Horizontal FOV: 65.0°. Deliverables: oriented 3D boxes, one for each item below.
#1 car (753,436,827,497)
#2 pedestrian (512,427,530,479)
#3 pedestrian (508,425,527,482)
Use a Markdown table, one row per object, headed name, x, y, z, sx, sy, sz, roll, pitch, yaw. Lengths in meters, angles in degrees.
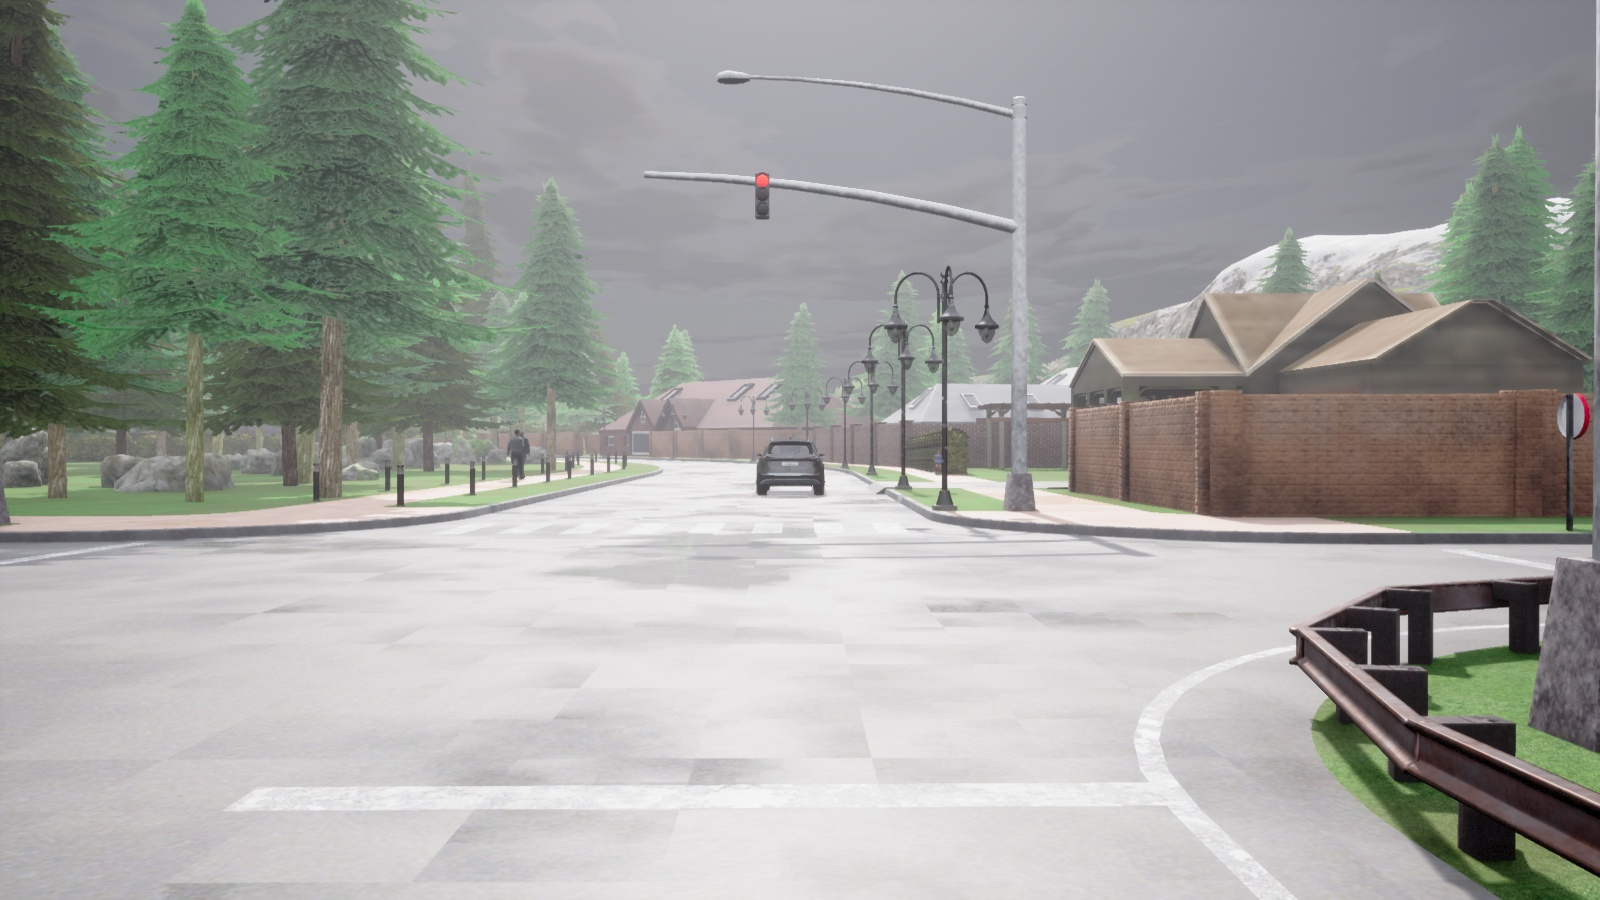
| name | x | y | z | sx | sy | sz | roll | pitch | yaw |
| --- | --- | --- | --- | --- | --- | --- | --- | --- | --- |
| car | -0.274 | 0.439 | 36.877 | 2.033 | 1.649 | 4.856 | 0 | 0 | 0 |
| pedestrian | -10.105 | 0.107 | 45.511 | 0.402 | 1.842 | 0.726 | 0 | 0 | 11 |
| pedestrian | -9.703 | 0.121 | 43.140 | 0.423 | 1.949 | 0.788 | 0 | 0 | 5 |
